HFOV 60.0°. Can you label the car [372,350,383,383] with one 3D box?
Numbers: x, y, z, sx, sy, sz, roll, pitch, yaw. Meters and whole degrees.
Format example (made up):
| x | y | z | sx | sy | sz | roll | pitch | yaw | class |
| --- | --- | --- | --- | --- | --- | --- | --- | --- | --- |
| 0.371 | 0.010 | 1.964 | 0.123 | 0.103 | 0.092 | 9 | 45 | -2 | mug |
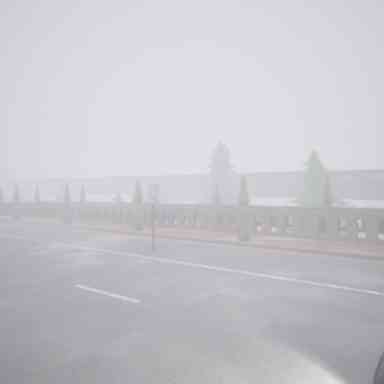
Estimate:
| x | y | z | sx | sy | sz | roll | pitch | yaw | class |
| --- | --- | --- | --- | --- | --- | --- | --- | --- | --- |
| 3.170 | 1.562 | 1.697 | 4.181 | 1.385 | 1.994 | 0 | 0 | 36 | car |
